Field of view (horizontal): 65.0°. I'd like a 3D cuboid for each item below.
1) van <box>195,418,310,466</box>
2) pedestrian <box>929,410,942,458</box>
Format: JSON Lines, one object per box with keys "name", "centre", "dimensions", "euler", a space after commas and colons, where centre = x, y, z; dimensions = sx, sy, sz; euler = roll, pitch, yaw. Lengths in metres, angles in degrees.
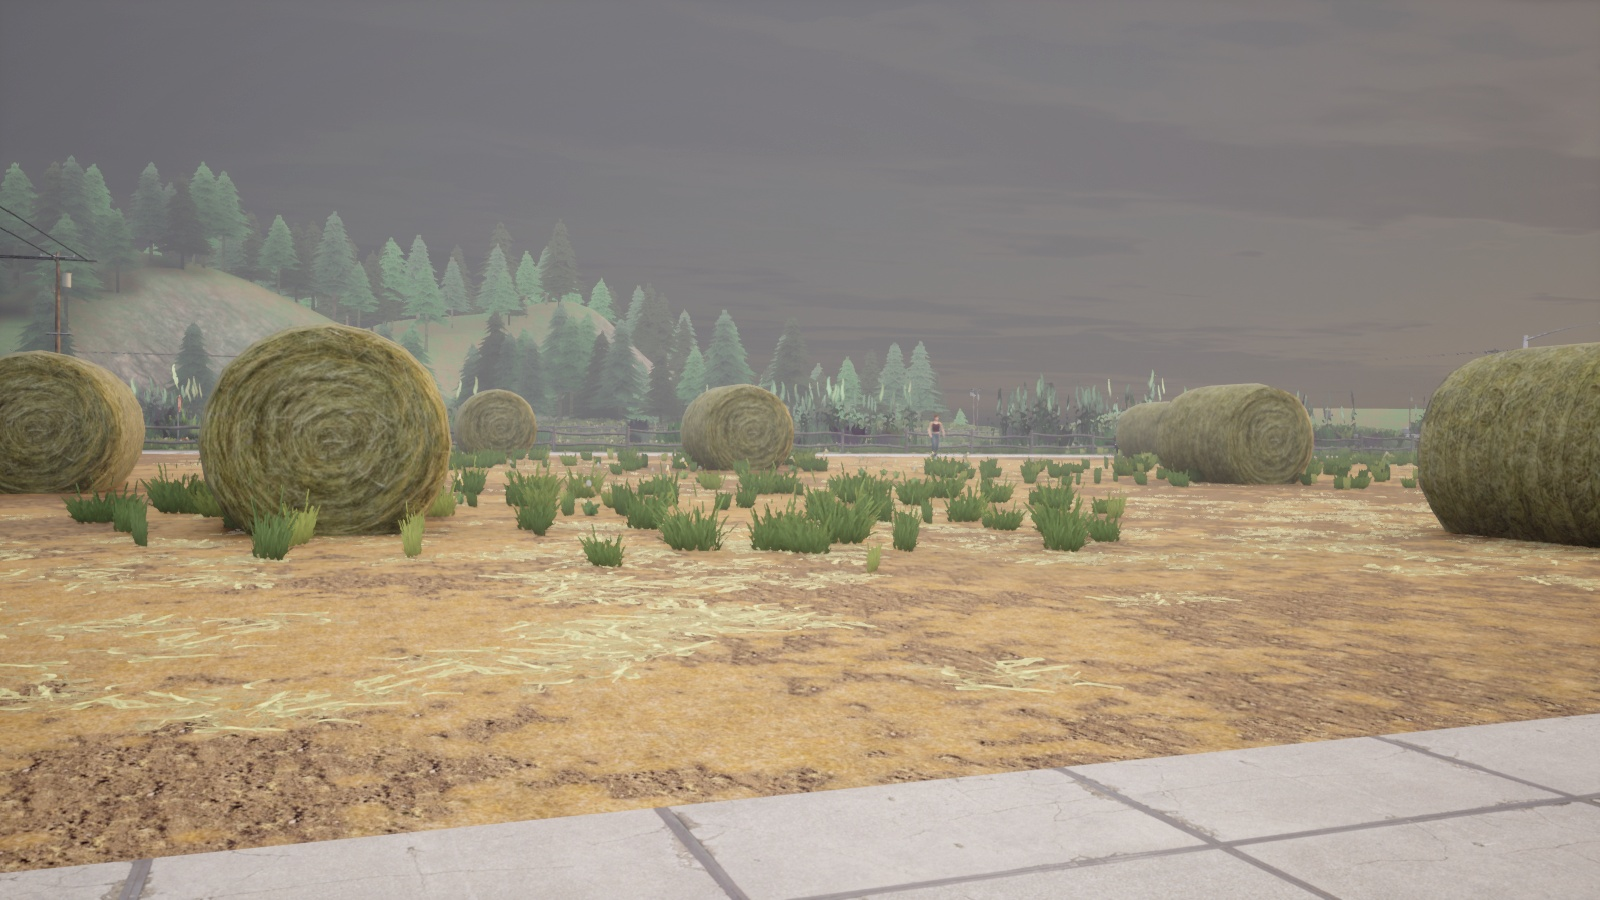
{"name": "van", "centre": [-24.081, -0.365, 55.379], "dimensions": [4.442, 1.987, 1.775], "euler": [-1, 1, -17]}
{"name": "pedestrian", "centre": [5.235, -0.620, 48.556], "dimensions": [0.345, 1.836, 0.594], "euler": [-1, 1, -7]}
